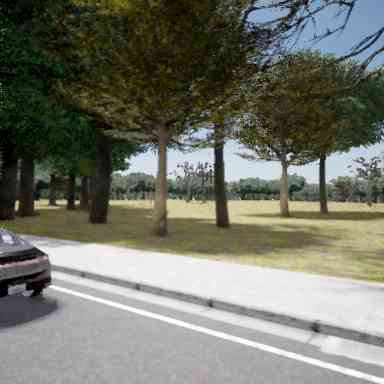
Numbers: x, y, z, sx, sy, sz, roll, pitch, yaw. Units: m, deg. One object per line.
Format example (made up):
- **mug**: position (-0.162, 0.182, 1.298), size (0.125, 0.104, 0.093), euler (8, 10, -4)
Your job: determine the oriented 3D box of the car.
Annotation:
- **car**: position (-5.053, 1.508, 7.290), size (4.902, 1.511, 2.128), euler (0, 0, 36)
